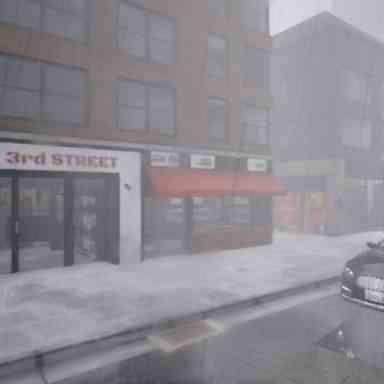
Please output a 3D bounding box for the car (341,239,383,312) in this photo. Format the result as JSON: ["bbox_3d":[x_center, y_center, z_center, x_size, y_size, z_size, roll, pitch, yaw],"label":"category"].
[{"bbox_3d":[5.086,1.489,7.009,4.902,1.511,2.128,0,0,-36],"label":"car"}]
